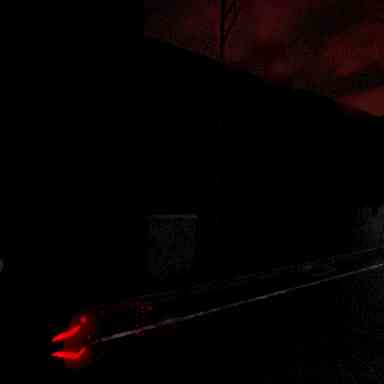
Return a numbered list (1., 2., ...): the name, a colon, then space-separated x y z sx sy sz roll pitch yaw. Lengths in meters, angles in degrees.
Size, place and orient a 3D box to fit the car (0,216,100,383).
1. car: -3.311 1.220 1.630 5.566 2.045 2.150 0 0 -35
